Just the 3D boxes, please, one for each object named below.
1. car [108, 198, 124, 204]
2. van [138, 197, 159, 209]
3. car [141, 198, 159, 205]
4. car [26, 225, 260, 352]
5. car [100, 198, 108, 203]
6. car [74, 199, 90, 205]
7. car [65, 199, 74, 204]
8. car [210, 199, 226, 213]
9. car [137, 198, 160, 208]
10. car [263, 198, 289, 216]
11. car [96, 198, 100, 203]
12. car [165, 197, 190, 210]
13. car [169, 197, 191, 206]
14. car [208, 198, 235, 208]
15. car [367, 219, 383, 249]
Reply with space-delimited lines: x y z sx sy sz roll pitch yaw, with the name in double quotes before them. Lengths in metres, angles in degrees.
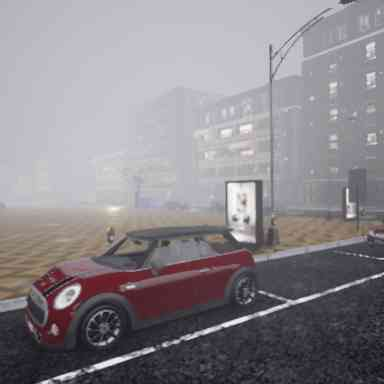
"car" -18.460 2.098 82.406 1.967 1.590 4.097 -3 1 -36
"van" -6.955 1.712 52.175 1.690 1.788 3.998 -2 1 -36
"car" -8.657 1.993 68.874 1.802 1.307 4.206 -3 1 -36
"car" -0.743 1.403 6.038 4.097 1.590 1.967 -1 0 -35
"car" -21.721 2.307 86.918 1.947 1.339 4.313 -3 1 -36
"car" -25.241 2.383 77.493 2.008 1.369 4.403 -2 1 -36
"car" -31.773 2.542 86.515 1.887 1.381 4.507 -2 1 -36
"car" 4.047 1.646 36.817 2.008 1.369 4.403 -2 1 -36
"car" -7.614 1.894 57.722 1.837 1.490 4.892 -1 -1 -35
"car" 7.314 1.564 32.306 2.008 1.369 4.403 -2 1 -36
"car" -24.987 2.368 91.429 1.887 1.381 4.507 -3 1 -36
"car" -2.032 1.792 45.291 1.887 1.381 4.507 -2 1 -36
"car" -2.126 1.687 59.854 1.967 1.590 4.097 -3 1 -36
"car" 4.470 1.662 50.877 1.802 1.307 4.206 -3 1 -36
"car" 8.258 1.399 12.458 4.206 1.307 1.802 -1 0 -35
